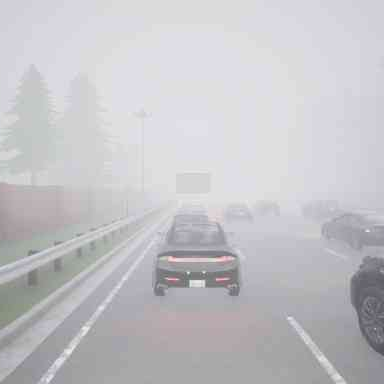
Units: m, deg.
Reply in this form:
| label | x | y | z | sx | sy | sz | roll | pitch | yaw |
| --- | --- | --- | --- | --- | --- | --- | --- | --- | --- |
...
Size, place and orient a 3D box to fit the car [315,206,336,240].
| label | x | y | z | sx | sy | sz | roll | pitch | yaw |
| --- | --- | --- | --- | --- | --- | --- | --- | --- | --- |
| car | 7.099 | 1.525 | 14.019 | 1.812 | 1.442 | 4.674 | 0 | 0 | 0 |

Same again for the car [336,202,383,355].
| label | x | y | z | sx | sy | sz | roll | pitch | yaw |
| --- | --- | --- | --- | --- | --- | --- | --- | --- | --- |
| car | 3.600 | 1.220 | 2.931 | 2.150 | 2.045 | 5.566 | 0 | 0 | 0 |

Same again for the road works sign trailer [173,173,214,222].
| label | x | y | z | sx | sy | sz | roll | pitch | yaw |
| --- | --- | --- | --- | --- | --- | --- | --- | --- | --- |
| road works sign trailer | 0.069 | 0.464 | 22.971 | 2.380 | 3.560 | 2.880 | 0 | 0 | -1 |

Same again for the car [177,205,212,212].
| label | x | y | z | sx | sy | sz | roll | pitch | yaw |
| --- | --- | --- | --- | --- | --- | --- | --- | --- | --- |
| car | 0.074 | 1.474 | 19.050 | 1.882 | 1.535 | 5.008 | 0 | 0 | 4 |

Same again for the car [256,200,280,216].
| label | x | y | z | sx | sy | sz | roll | pitch | yaw |
| --- | --- | --- | --- | --- | --- | --- | --- | --- | --- |
| car | 7.100 | 1.505 | 32.001 | 1.837 | 1.490 | 4.892 | 0 | 0 | 0 |

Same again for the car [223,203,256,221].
| label | x | y | z | sx | sy | sz | roll | pitch | yaw |
| --- | --- | --- | --- | --- | --- | --- | --- | --- | --- |
| car | 3.601 | 1.563 | 26.771 | 1.994 | 1.385 | 4.181 | 0 | 0 | 0 |

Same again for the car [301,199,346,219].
| label | x | y | z | sx | sy | sz | roll | pitch | yaw |
| --- | --- | --- | --- | --- | --- | --- | --- | --- | --- |
| car | 10.600 | 1.351 | 27.377 | 2.097 | 1.767 | 4.553 | 0 | 0 | 0 |

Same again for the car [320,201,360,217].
| label | x | y | z | sx | sy | sz | roll | pitch | yaw |
| --- | --- | --- | --- | --- | --- | --- | --- | --- | --- |
| car | 14.100 | 1.563 | 31.921 | 1.994 | 1.385 | 4.181 | 0 | 0 | 0 |

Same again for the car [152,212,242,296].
| label | x | y | z | sx | sy | sz | roll | pitch | yaw |
| --- | --- | --- | --- | --- | --- | --- | --- | --- | --- |
| car | 0.100 | 1.491 | 8.615 | 2.128 | 1.511 | 4.902 | 0 | 0 | 0 |
